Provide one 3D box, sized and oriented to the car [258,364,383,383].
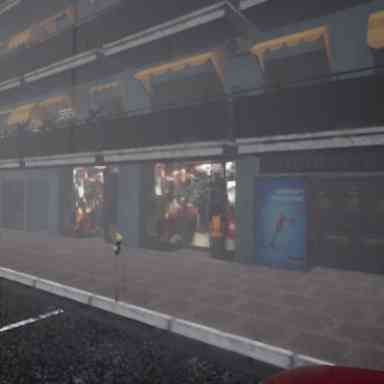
[{"bbox_3d":[2.124,1.593,1.360,4.206,1.307,1.802,1,1,35],"label":"car"}]
